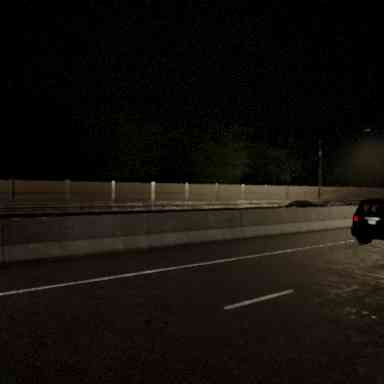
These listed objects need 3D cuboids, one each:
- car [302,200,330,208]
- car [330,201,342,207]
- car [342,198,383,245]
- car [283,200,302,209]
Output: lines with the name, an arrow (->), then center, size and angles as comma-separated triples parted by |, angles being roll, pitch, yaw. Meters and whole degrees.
car -> 14.631, 1.688, 35.910 | 5.357, 1.411, 2.033 | 0, 0, -35
car -> 15.975, 1.739, 32.571 | 4.718, 1.301, 1.895 | 0, 0, -35
car -> 9.285, 1.294, 14.665 | 5.566, 2.045, 2.150 | 0, 0, -35
car -> 12.575, 1.667, 38.739 | 4.674, 1.442, 1.812 | 0, 0, -35
